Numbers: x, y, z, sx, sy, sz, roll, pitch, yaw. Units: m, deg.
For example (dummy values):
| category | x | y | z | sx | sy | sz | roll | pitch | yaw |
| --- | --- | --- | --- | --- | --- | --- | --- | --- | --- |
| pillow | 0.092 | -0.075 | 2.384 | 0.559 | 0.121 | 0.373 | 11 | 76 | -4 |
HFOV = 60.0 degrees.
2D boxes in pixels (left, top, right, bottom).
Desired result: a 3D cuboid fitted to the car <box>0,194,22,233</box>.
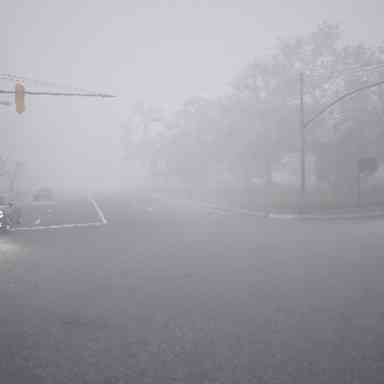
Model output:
| category | x | y | z | sx | sy | sz | roll | pitch | yaw |
| --- | --- | --- | --- | --- | --- | --- | --- | --- | --- |
| car | -9.573 | 0.926 | 15.761 | 2.097 | 1.767 | 4.553 | -3 | 3 | -18 |

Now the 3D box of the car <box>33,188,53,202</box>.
| category | x | y | z | sx | sy | sz | roll | pitch | yaw |
| --- | --- | --- | --- | --- | --- | --- | --- | --- | --- |
| car | -17.368 | 0.255 | 38.946 | 2.033 | 1.411 | 5.357 | -3 | 3 | -20 |
